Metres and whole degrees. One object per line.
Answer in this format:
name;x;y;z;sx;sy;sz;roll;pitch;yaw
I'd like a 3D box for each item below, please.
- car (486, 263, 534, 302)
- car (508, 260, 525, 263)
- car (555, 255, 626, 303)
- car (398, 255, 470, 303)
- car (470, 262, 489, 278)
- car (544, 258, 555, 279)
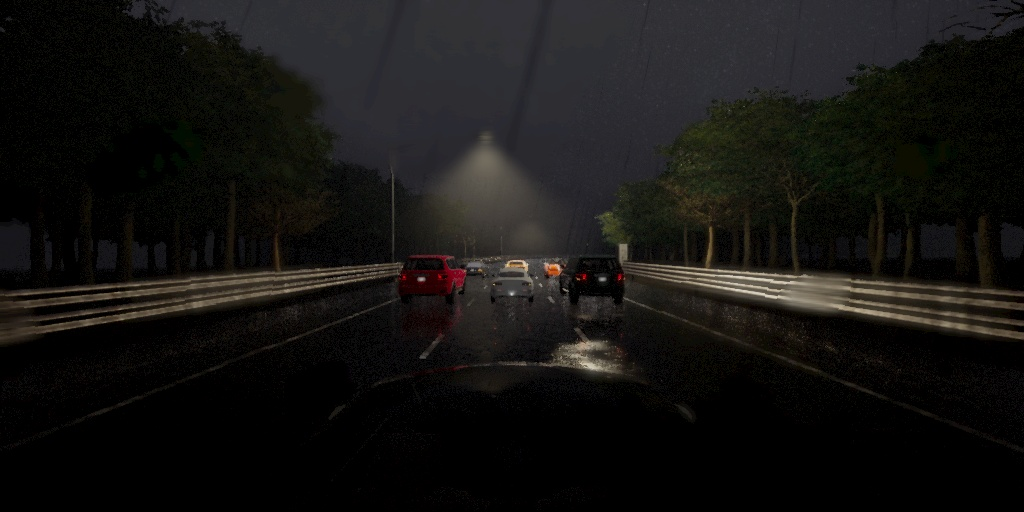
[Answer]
car;0.014;1.252;16.503;1.812;1.442;4.674;0;0;0
car;0.407;1.110;31.308;1.882;1.535;5.008;0;0;3
car;3.515;0.976;16.504;2.150;2.045;5.566;0;0;0
car;-3.485;0.977;16.563;2.150;2.045;5.566;0;0;0
car;-3.089;1.191;31.464;2.033;1.411;5.357;0;0;3
car;3.902;0.989;31.121;2.097;1.767;4.553;0;0;3
